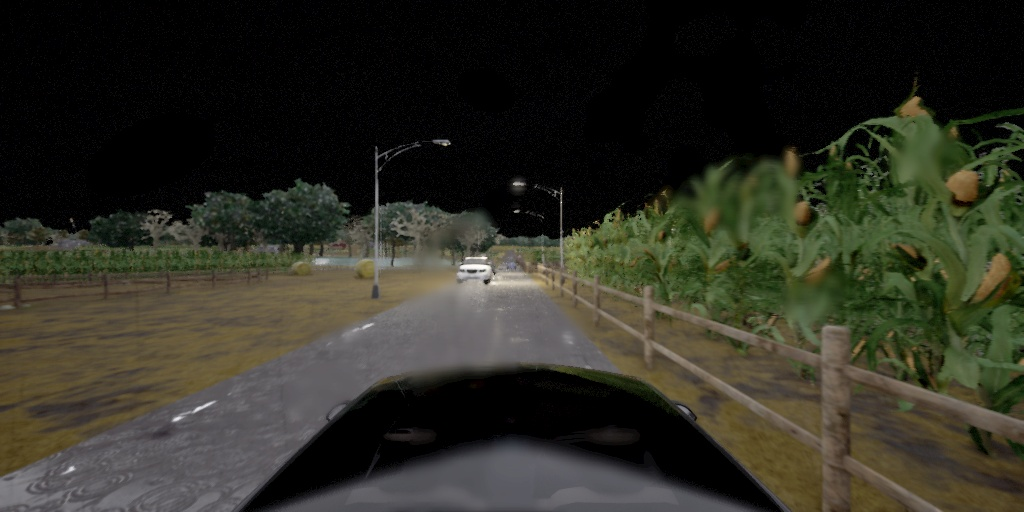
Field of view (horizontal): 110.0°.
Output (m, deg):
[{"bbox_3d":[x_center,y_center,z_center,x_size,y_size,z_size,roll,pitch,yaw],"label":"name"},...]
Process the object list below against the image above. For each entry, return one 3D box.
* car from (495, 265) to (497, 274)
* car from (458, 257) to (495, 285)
[{"bbox_3d":[-2.785,1.344,40.984,1.837,1.490,4.892,0,0,0],"label":"car"},{"bbox_3d":[-2.779,1.062,27.688,2.150,2.045,5.566,0,-1,0],"label":"car"}]
